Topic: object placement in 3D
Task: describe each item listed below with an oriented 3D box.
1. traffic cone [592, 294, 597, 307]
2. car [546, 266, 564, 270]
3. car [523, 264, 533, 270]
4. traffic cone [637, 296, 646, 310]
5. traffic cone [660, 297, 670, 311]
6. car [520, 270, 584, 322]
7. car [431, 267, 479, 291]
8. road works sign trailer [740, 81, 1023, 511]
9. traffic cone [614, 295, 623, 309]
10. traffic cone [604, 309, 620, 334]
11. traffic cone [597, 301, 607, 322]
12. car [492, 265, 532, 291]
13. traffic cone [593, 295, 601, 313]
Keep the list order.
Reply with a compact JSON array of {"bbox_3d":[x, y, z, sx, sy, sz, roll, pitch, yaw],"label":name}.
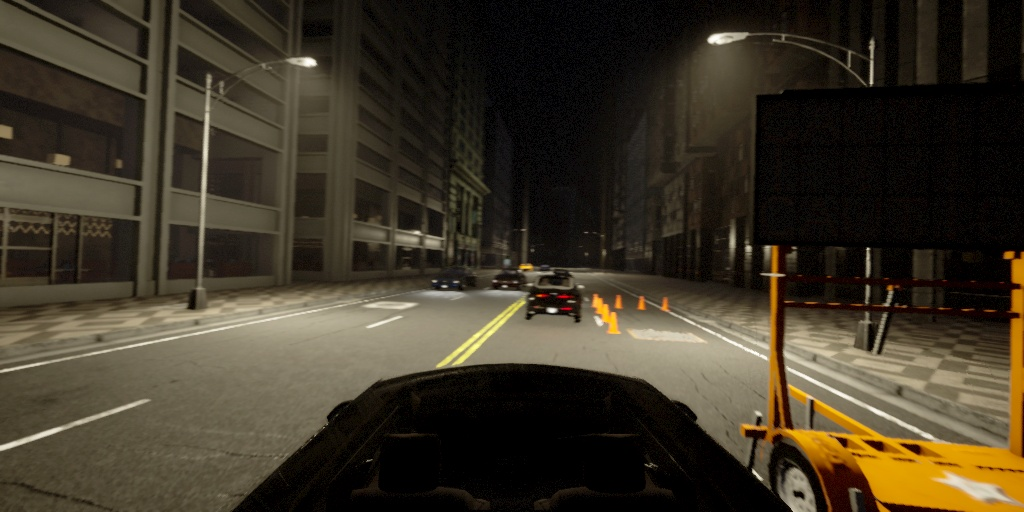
[{"bbox_3d":[3.792,2.012,16.253,0.340,0.580,0.340,0,0,9],"label":"traffic cone"},{"bbox_3d":[4.244,1.837,31.098,1.994,1.385,4.181,2,-1,9],"label":"car"},{"bbox_3d":[2.605,2.159,64.880,1.882,1.535,5.008,2,-1,9],"label":"car"},{"bbox_3d":[5.769,2.072,15.957,0.340,0.580,0.340,0,0,9],"label":"traffic cone"},{"bbox_3d":[6.758,2.103,15.808,0.340,0.580,0.340,0,0,9],"label":"traffic cone"},{"bbox_3d":[1.597,1.451,13.374,1.837,1.490,4.892,2,-1,9],"label":"car"},{"bbox_3d":[-3.605,1.466,23.883,2.033,1.411,5.357,2,-1,9],"label":"car"},{"bbox_3d":[3.236,0.336,3.193,2.380,3.560,2.880,0,0,9],"label":"road works sign trailer"},{"bbox_3d":[4.781,2.042,16.105,0.340,0.580,0.340,0,0,9],"label":"traffic cone"},{"bbox_3d":[2.905,1.905,10.320,0.340,0.580,0.340,0,0,9],"label":"traffic cone"},{"bbox_3d":[3.201,1.940,12.298,0.340,0.580,0.340,0,0,9],"label":"traffic cone"},{"bbox_3d":[-0.059,1.605,25.623,2.033,1.411,5.357,2,-1,9],"label":"car"},{"bbox_3d":[3.497,1.976,14.276,0.340,0.580,0.340,0,0,9],"label":"traffic cone"}]
